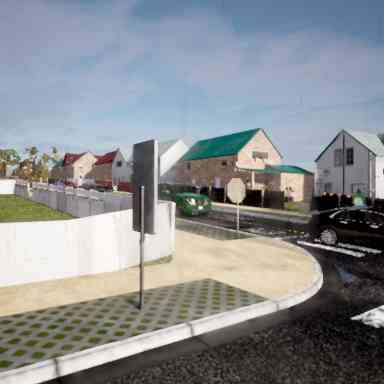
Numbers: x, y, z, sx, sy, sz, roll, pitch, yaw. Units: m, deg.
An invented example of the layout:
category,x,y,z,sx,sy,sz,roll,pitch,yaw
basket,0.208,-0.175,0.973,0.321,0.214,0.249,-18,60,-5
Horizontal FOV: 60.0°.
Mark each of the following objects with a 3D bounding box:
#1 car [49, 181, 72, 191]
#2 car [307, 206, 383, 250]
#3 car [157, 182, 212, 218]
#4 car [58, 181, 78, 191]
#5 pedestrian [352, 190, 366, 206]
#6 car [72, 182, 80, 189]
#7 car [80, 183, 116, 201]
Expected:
category,x,y,z,sx,sy,sz,roll,pitch,yaw
car,-18.670,-0.713,46.298,2.033,1.411,5.357,1,2,-35
car,6.585,1.329,11.710,4.892,1.490,1.837,6,5,42
car,-1.070,0.414,21.191,2.150,2.045,5.566,1,3,-35
car,-19.504,-0.967,52.257,1.812,1.442,4.674,1,2,-35
pedestrian,8.714,0.792,17.490,0.375,1.860,0.375,4,-2,-35
car,-13.908,-0.489,44.414,2.033,1.411,5.357,1,2,-35
car,-8.996,0.048,32.433,1.837,1.490,4.892,1,2,-35
